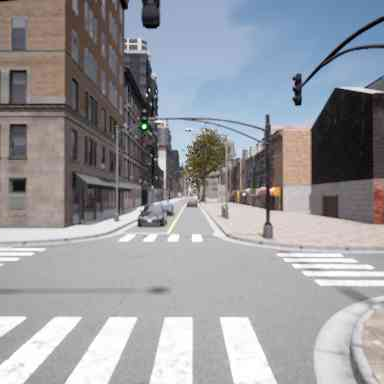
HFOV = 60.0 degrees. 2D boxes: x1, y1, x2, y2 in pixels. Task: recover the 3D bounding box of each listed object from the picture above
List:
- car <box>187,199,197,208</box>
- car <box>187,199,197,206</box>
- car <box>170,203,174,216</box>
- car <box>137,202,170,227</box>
[{"bbox_3d":[0.048,1.981,58.257,2.033,1.411,5.357,0,0,1],"label":"car"},{"bbox_3d":[0.043,2.080,68.538,1.994,1.385,4.181,0,0,0],"label":"car"},{"bbox_3d":[-2.880,1.809,35.758,2.033,1.411,5.357,0,0,0],"label":"car"},{"bbox_3d":[-2.870,1.708,24.779,1.812,1.442,4.674,0,0,0],"label":"car"}]
